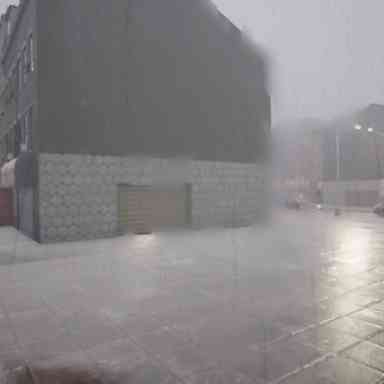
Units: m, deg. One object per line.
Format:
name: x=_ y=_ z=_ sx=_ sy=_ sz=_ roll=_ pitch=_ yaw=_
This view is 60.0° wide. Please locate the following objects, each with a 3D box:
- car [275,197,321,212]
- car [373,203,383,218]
car: x=10.777 y=1.231 z=33.964 sx=2.128 sy=1.511 sz=4.902 roll=-1 pitch=1 yaw=-35
car: x=16.592 y=1.400 z=25.794 sx=1.812 sy=1.442 sz=4.674 roll=-1 pitch=1 yaw=-34
